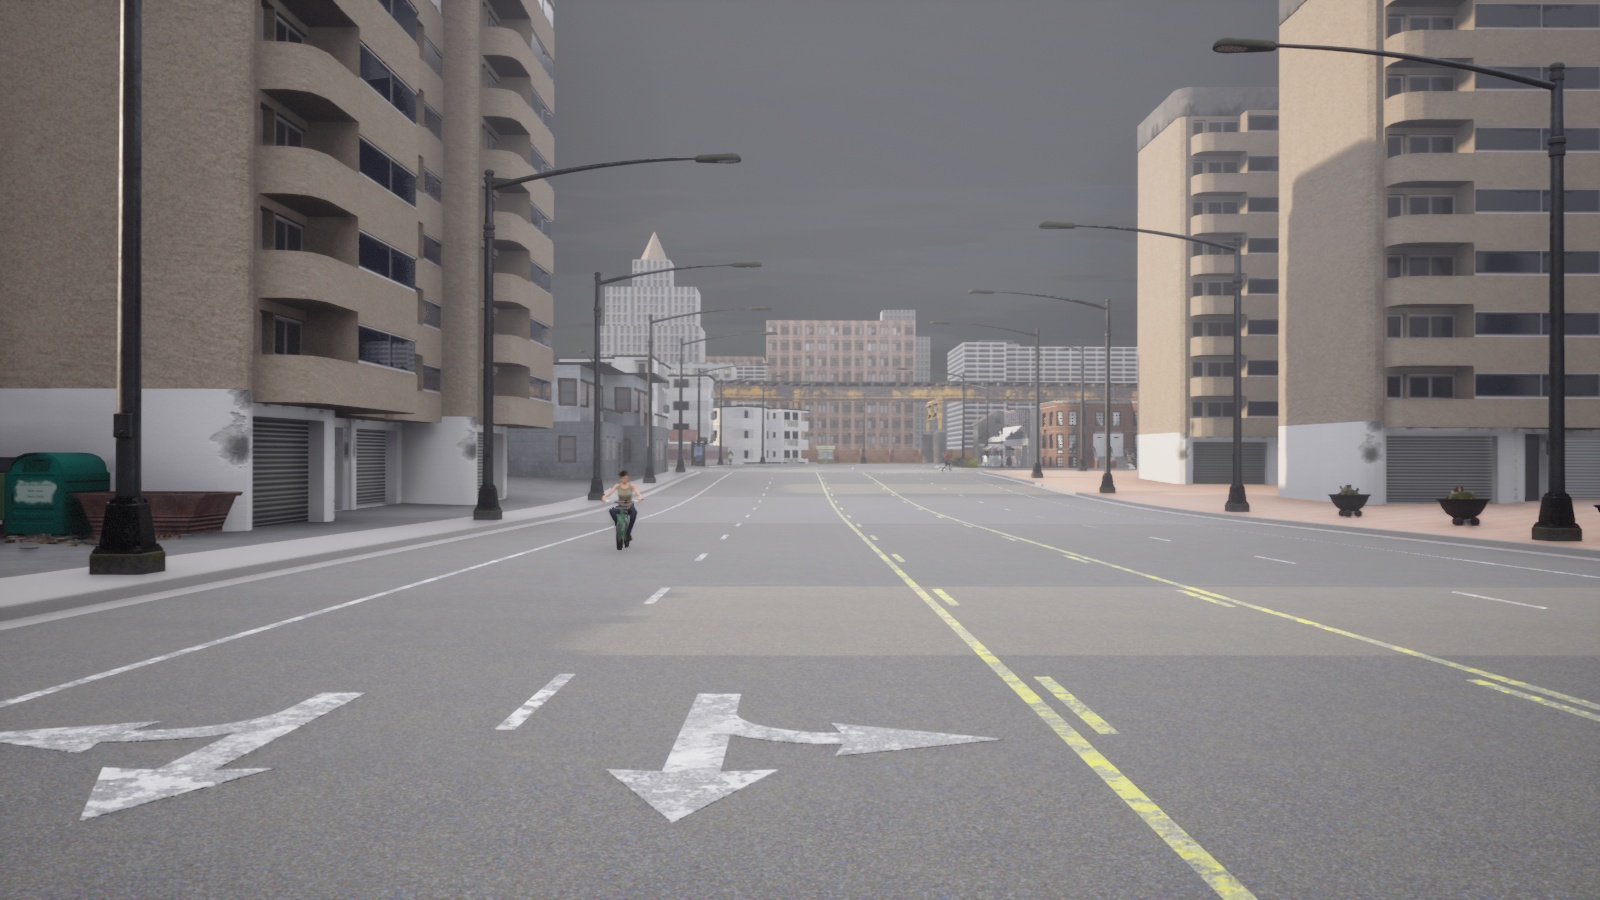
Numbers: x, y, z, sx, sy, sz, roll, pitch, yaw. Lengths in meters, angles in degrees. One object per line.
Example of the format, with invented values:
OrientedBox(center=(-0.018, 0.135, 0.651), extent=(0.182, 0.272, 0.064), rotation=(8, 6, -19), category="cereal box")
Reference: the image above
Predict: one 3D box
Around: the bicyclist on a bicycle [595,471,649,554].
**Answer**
OrientedBox(center=(-3.557, 1.234, 25.249), extent=(0.866, 1.612, 1.509), rotation=(0, -1, 0), category="bicyclist on a bicycle")
